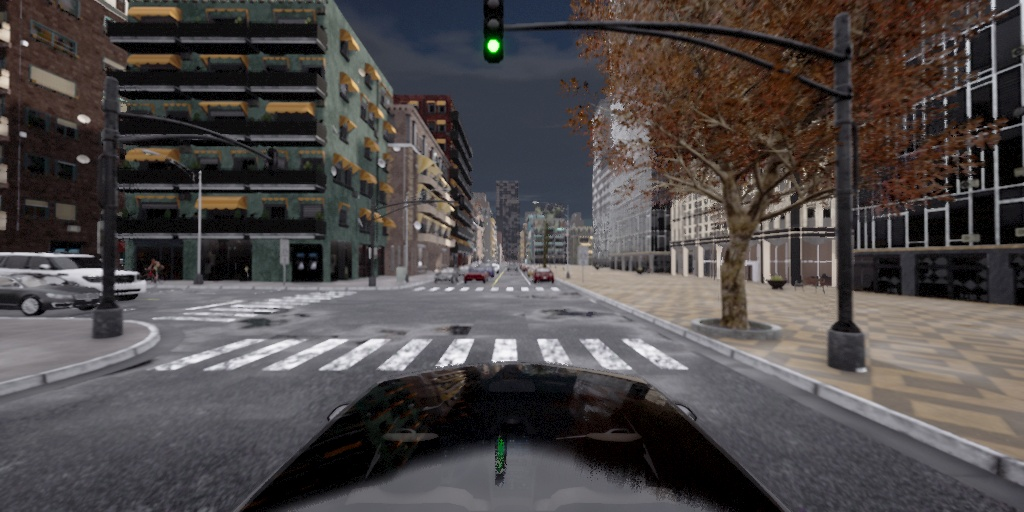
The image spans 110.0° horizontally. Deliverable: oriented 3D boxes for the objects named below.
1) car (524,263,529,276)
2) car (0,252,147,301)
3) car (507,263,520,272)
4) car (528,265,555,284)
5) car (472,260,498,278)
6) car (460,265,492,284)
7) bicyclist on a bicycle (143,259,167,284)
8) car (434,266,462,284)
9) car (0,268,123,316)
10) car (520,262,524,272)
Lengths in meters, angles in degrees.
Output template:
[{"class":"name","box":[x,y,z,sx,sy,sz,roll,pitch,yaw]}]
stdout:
[{"class":"car","box":[2.689,1.782,42.672,1.751,1.417,4.829,0,0,0]},{"class":"car","box":[-18.427,0.891,14.606,5.566,2.045,2.150,1,-1,-1]},{"class":"car","box":[0.097,2.015,62.920,2.128,1.511,4.902,0,-1,0]},{"class":"car","box":[2.690,1.660,31.438,1.888,1.381,4.507,0,0,0]},{"class":"car","box":[-3.100,1.596,41.550,2.097,1.767,4.553,0,-1,0]},{"class":"car","box":[-3.103,1.716,31.479,1.895,1.301,4.718,0,-1,0]},{"class":"bicyclist on a bicycle","box":[-23.169,1.017,23.296,0.582,1.620,1.656,1,0,-1]},{"class":"car","box":[-5.690,1.665,31.437,2.007,1.370,4.403,0,0,0]},{"class":"car","box":[-16.435,1.213,12.025,4.403,1.370,2.007,0,0,-1]},{"class":"car","box":[2.689,2.056,59.098,1.802,1.307,4.207,0,0,0]}]
